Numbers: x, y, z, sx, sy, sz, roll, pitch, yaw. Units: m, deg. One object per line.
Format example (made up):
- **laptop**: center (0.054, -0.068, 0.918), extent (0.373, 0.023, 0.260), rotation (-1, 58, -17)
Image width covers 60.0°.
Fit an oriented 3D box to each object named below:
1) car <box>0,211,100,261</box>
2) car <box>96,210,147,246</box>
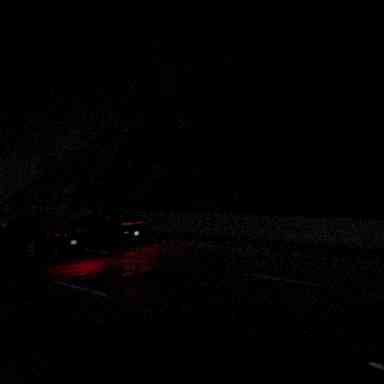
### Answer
- **car**: center (-6.014, 1.596, 12.962), extent (5.008, 1.535, 1.882), rotation (-1, 0, 38)
- **car**: center (-4.334, 1.615, 16.100), extent (4.902, 1.511, 2.128), rotation (-1, 0, 38)
